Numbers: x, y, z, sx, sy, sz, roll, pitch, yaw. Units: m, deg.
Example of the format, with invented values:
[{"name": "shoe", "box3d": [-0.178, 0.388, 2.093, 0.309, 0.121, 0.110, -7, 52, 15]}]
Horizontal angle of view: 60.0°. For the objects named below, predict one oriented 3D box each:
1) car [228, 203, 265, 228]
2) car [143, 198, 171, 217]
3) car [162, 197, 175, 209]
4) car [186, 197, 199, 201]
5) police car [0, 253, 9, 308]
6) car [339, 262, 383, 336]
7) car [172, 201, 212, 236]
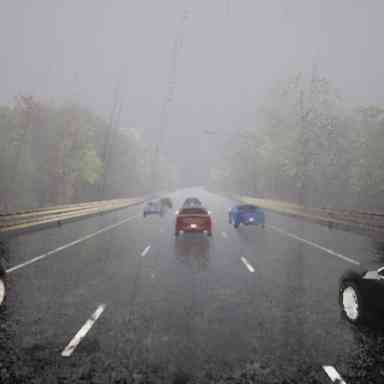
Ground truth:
[{"name": "car", "box3d": [3.567, 1.505, 22.396, 1.882, 1.535, 5.008, 0, 0, 0]}, {"name": "car", "box3d": [-3.474, 1.580, 31.727, 2.033, 1.411, 5.357, 0, 0, 0]}, {"name": "car", "box3d": [-3.537, 1.461, 45.566, 1.837, 1.490, 4.892, 0, 1, 0]}, {"name": "car", "box3d": [0.045, 1.363, 37.517, 2.097, 1.767, 4.553, 0, 0, 0]}, {"name": "police car", "box3d": [-4.556, 1.434, 4.693, 1.930, 1.638, 5.238, 0, 0, 0]}, {"name": "car", "box3d": [3.594, 1.509, 4.173, 1.837, 1.490, 4.892, 0, 0, 0]}, {"name": "car", "box3d": [0.073, 1.502, 18.619, 1.882, 1.535, 5.008, 0, 0, 0]}]
